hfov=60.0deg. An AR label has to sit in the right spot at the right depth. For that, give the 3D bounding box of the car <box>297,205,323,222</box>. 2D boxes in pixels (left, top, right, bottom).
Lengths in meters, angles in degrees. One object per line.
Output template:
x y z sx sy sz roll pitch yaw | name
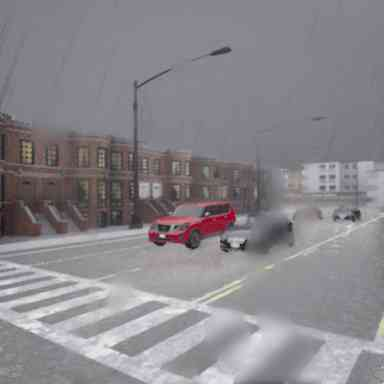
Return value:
11.356 2.045 32.410 1.812 1.442 4.674 -1 -1 35 | car

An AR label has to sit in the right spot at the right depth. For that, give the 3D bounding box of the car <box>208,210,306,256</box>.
3.008 1.741 14.423 2.128 1.511 4.902 -1 -1 35 | car

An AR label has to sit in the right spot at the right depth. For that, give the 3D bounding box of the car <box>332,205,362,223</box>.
14.228 1.951 30.414 2.128 1.511 4.902 -1 -1 35 | car

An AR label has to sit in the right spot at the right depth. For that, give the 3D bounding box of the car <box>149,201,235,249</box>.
0.284 1.528 16.643 2.150 2.045 5.566 -1 0 35 | car
